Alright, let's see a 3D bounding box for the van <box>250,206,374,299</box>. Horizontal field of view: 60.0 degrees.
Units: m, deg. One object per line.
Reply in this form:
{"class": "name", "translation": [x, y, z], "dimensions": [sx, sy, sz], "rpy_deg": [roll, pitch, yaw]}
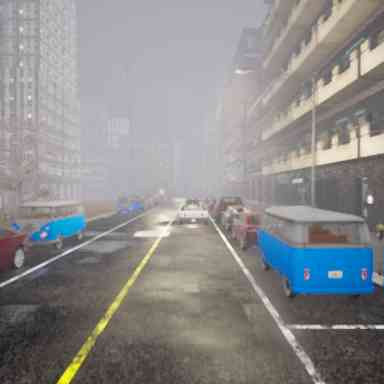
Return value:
{"class": "van", "translation": [2.683, 1.297, 8.075], "dimensions": [1.690, 1.788, 3.998], "rpy_deg": [0, 0, 0]}

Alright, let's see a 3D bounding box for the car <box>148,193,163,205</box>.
{"class": "car", "translation": [-5.702, 1.079, 46.768], "dimensions": [2.192, 1.841, 5.009], "rpy_deg": [0, 0, 0]}

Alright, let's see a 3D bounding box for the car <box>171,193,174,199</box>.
{"class": "car", "translation": [-5.703, 1.082, 74.407], "dimensions": [1.967, 1.590, 4.097], "rpy_deg": [0, 0, 0]}

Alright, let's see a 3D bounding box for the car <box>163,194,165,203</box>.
{"class": "car", "translation": [-5.700, 1.321, 52.297], "dimensions": [1.802, 1.307, 4.206], "rpy_deg": [0, 0, 0]}

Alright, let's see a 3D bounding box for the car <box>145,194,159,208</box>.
{"class": "car", "translation": [-5.700, 1.340, 41.242], "dimensions": [2.008, 1.369, 4.403], "rpy_deg": [0, 0, 0]}

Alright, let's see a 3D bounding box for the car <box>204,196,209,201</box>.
{"class": "car", "translation": [2.682, 1.381, 35.714], "dimensions": [1.947, 1.339, 4.313], "rpy_deg": [0, 0, 0]}

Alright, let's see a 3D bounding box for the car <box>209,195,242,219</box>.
{"class": "car", "translation": [2.680, 1.184, 24.659], "dimensions": [2.192, 1.841, 5.009], "rpy_deg": [0, 0, 0]}

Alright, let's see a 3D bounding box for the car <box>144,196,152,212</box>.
{"class": "car", "translation": [-5.699, 1.397, 35.714], "dimensions": [1.802, 1.307, 4.206], "rpy_deg": [0, 0, 0]}

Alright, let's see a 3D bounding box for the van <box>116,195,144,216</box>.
{"class": "van", "translation": [-5.700, 1.183, 30.185], "dimensions": [1.690, 1.788, 3.998], "rpy_deg": [0, 0, 0]}

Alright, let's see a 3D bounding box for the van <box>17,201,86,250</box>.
{"class": "van", "translation": [-5.698, 1.268, 13.603], "dimensions": [1.690, 1.788, 3.998], "rpy_deg": [0, 0, 0]}

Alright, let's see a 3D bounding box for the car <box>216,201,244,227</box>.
{"class": "car", "translation": [2.683, 1.448, 19.132], "dimensions": [2.008, 1.369, 4.403], "rpy_deg": [0, 0, 0]}

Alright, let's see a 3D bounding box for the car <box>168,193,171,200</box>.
{"class": "car", "translation": [-5.701, 1.240, 63.352], "dimensions": [2.008, 1.369, 4.403], "rpy_deg": [0, 0, 0]}

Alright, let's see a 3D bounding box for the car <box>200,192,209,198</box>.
{"class": "car", "translation": [2.679, 1.178, 52.297], "dimensions": [1.967, 1.590, 4.097], "rpy_deg": [0, 0, 0]}

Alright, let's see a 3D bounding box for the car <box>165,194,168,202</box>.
{"class": "car", "translation": [-5.701, 1.259, 57.824], "dimensions": [1.887, 1.381, 4.507], "rpy_deg": [0, 0, 0]}

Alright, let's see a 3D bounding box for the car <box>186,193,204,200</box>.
{"class": "car", "translation": [0.097, 1.264, 45.047], "dimensions": [2.128, 1.511, 4.902], "rpy_deg": [0, 0, 0]}

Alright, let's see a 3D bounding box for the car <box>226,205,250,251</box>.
{"class": "car", "translation": [2.683, 1.471, 13.604], "dimensions": [1.887, 1.381, 4.507], "rpy_deg": [0, 0, 0]}

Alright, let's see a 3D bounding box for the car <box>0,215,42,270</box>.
{"class": "car", "translation": [-5.697, 1.501, 8.077], "dimensions": [1.887, 1.381, 4.507], "rpy_deg": [0, 0, 0]}

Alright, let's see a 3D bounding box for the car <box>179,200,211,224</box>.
{"class": "car", "translation": [0.099, 1.478, 23.055], "dimensions": [1.895, 1.301, 4.718], "rpy_deg": [0, 0, 0]}
